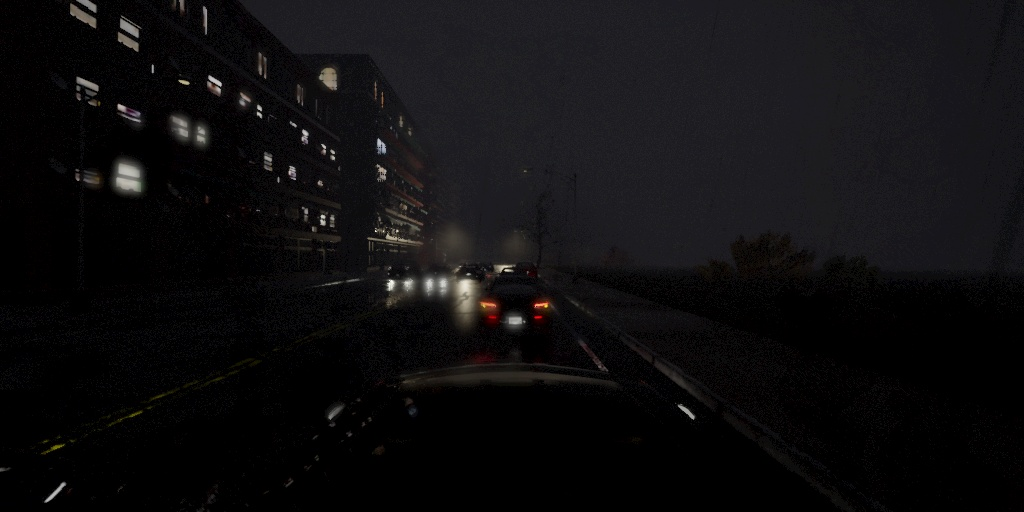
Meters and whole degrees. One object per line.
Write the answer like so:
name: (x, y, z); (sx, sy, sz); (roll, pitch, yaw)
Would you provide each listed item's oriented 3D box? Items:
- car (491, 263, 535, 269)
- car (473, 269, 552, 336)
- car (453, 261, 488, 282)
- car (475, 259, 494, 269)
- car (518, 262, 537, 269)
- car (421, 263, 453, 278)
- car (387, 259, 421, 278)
car: (0.062, 1.316, 20.449); (1.994, 1.385, 4.181); (0, 0, 0)
car: (0.074, 1.277, 10.282); (1.812, 1.442, 4.674); (0, 0, 0)
car: (-3.203, 1.316, 28.477); (1.994, 1.385, 4.181); (0, 0, 0)
car: (-3.237, 1.352, 44.768); (1.895, 1.301, 4.718); (0, 0, 0)
car: (1.079, 1.230, 29.977); (1.882, 1.535, 5.008); (0, 0, 0)
car: (-6.666, 1.316, 33.275); (1.994, 1.385, 4.181); (0, 0, 0)
car: (-9.917, 1.104, 33.324); (2.097, 1.767, 4.553); (0, 0, 0)
